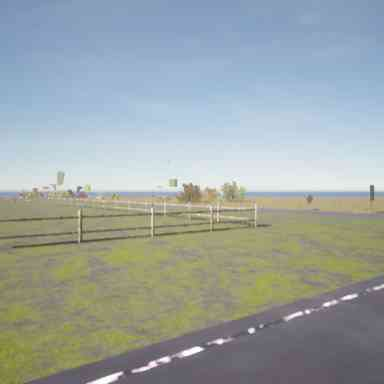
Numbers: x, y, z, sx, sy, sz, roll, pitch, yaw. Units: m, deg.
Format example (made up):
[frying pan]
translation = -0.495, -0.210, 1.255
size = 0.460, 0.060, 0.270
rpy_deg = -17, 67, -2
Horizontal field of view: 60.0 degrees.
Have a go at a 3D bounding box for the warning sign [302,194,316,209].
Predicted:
[warning sign]
translation = 14.509, 1.152, 41.101
size = 1.300, 1.860, 1.060
rpy_deg = 0, 0, -35
